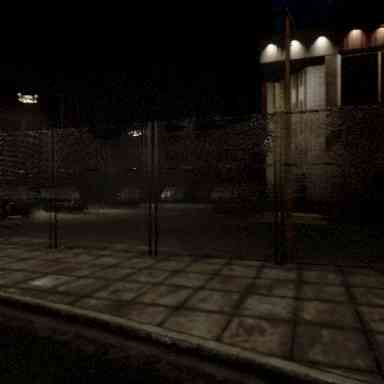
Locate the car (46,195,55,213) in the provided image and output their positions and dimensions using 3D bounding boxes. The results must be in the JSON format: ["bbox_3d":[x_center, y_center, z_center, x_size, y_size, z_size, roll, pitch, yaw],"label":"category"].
[{"bbox_3d":[-13.063,1.326,33.617,4.193,1.474,1.816,0,0,19],"label":"car"}]
